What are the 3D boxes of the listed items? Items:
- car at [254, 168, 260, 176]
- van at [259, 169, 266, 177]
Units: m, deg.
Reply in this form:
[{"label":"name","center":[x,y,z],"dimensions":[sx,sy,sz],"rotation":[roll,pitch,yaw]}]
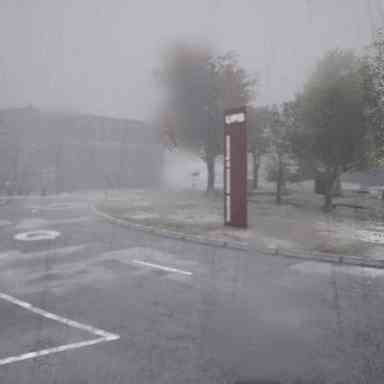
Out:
[{"label":"car","center":[20.793,-5.050,91.862],"dimensions":[5.566,2.045,2.435],"rotation":[-2,8,-23]},{"label":"van","center":[21.115,-4.673,88.913],"dimensions":[4.442,1.987,1.878],"rotation":[-2,7,-23]}]
